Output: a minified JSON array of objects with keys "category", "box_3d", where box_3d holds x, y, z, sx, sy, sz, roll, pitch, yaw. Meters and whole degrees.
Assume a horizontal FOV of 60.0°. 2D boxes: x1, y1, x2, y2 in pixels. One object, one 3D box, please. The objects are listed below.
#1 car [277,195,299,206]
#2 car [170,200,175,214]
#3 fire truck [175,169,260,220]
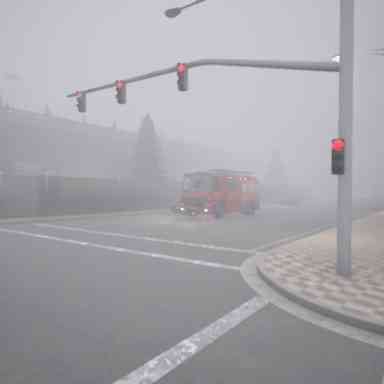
[{"category":"car","box_3d":[14.394,1.251,49.574,1.837,1.490,4.892,1,0,37]},{"category":"car","box_3d":[0.378,0.957,30.559,2.150,2.045,5.566,1,1,36]},{"category":"fire truck","box_3d":[2.607,0.125,27.511,2.891,3.827,8.468,1,1,36]}]
